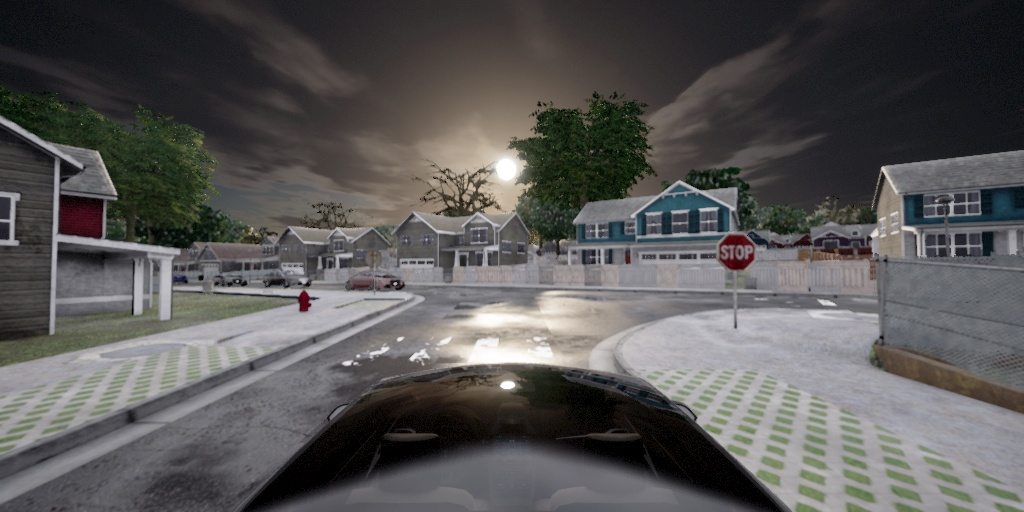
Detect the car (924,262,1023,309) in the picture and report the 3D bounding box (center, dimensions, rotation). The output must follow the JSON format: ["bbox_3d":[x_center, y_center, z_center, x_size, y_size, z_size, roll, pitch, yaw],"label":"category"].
[{"bbox_3d":[15.710,0.819,10.478,4.892,1.490,1.837,-2,-2,35],"label":"car"}]

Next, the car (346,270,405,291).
[{"bbox_3d":[-9.039,1.635,23.692,4.181,1.385,1.994,-2,-2,32],"label":"car"}]

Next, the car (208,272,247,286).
[{"bbox_3d":[-27.554,2.286,34.706,4.181,1.385,1.994,-2,-2,30],"label":"car"}]

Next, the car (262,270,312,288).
[{"bbox_3d":[-18.484,1.896,29.467,4.902,1.511,2.128,-2,-2,30],"label":"car"}]
